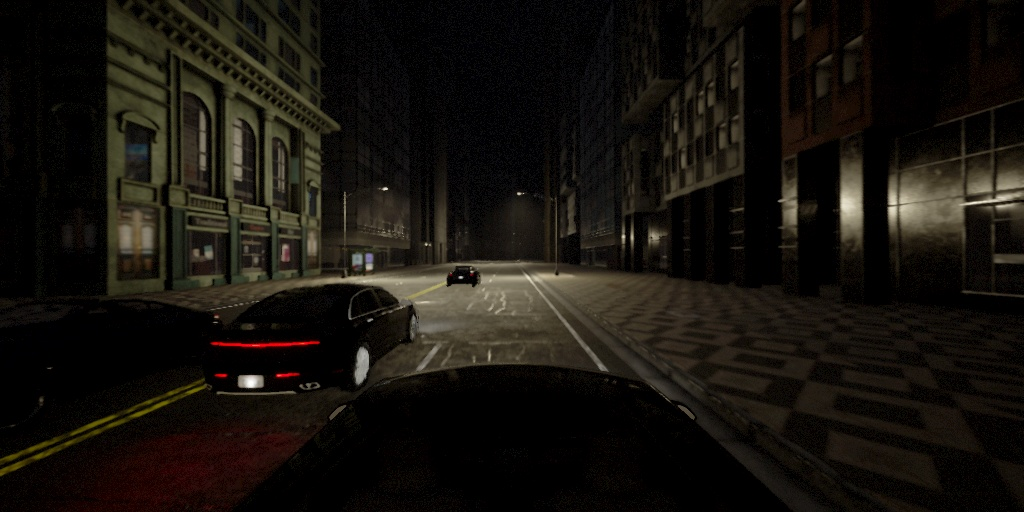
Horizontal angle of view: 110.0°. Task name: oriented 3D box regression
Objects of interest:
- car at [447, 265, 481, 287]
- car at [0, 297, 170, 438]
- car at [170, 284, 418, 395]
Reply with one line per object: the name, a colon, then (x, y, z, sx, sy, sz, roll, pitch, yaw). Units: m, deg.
car: (-3.252, 1.329, 24.739, 1.994, 1.385, 4.181, 0, 0, 0)
car: (-6.608, 1.339, 5.291, 1.994, 1.385, 4.181, 0, 0, 0)
car: (-3.166, 1.267, 6.753, 1.837, 1.490, 4.892, 0, 0, 0)
